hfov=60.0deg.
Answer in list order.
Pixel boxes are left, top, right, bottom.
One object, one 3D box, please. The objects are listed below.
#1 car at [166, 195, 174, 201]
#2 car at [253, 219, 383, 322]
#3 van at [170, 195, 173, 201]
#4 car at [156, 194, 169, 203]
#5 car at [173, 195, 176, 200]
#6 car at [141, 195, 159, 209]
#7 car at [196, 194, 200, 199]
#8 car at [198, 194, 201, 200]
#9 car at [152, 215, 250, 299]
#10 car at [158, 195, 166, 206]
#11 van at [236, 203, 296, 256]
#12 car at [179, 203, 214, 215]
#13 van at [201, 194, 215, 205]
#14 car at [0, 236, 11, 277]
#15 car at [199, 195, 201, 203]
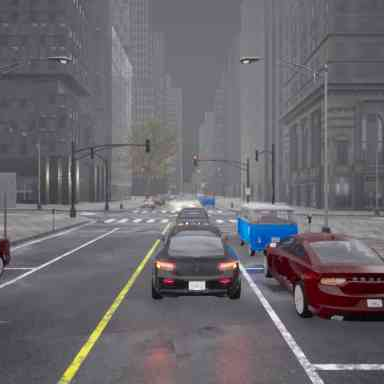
[{"bbox_3d":[-6.062,1.607,92.771,1.752,1.417,4.829,0,0,0],"label":"car"},{"bbox_3d":[2.755,1.546,7.254,1.887,1.381,4.507,0,0,0],"label":"car"},{"bbox_3d":[-6.010,1.399,77.074,1.690,1.788,3.998,0,0,0],"label":"van"},{"bbox_3d":[-5.958,1.352,61.208,2.192,1.841,5.009,0,0,0],"label":"car"},{"bbox_3d":[-6.045,1.639,87.651,1.947,1.339,4.313,0,0,0],"label":"car"},{"bbox_3d":[-5.913,1.547,45.168,1.752,1.417,4.829,0,0,0],"label":"car"},{"bbox_3d":[2.530,1.602,72.417,2.008,1.369,4.403,0,0,0],"label":"car"},{"bbox_3d":[2.565,1.582,61.590,1.887,1.381,4.507,0,0,0],"label":"car"},{"bbox_3d":[0.081,1.527,8.306,1.812,1.442,4.674,0,0,0],"label":"car"},{"bbox_3d":[-5.942,1.576,55.918,1.887,1.381,4.507,0,0,0],"label":"car"},{"bbox_3d":[2.739,1.343,12.780,1.690,1.788,3.998,0,0,0],"label":"van"},{"bbox_3d":[0.043,1.551,17.895,2.033,1.411,5.357,0,0,0],"label":"car"},{"bbox_3d":[2.601,1.367,50.764,1.690,1.788,3.998,0,0,0],"label":"van"},{"bbox_3d":[-5.800,1.545,7.245,1.887,1.381,4.507,0,0,0],"label":"car"},{"bbox_3d":[2.582,1.597,56.177,1.947,1.339,4.313,0,0,0],"label":"car"}]
